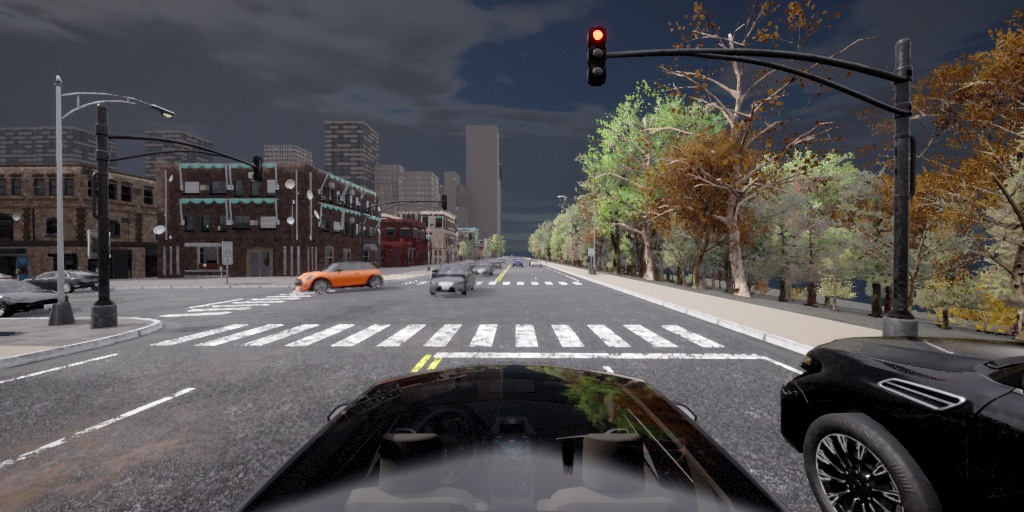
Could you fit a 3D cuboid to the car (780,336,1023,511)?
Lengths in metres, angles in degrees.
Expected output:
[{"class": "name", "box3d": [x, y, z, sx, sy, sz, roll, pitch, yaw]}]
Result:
[{"class": "car", "box3d": [3.322, 0.972, 0.647, 2.150, 2.045, 5.566, 0, 0, 1]}]

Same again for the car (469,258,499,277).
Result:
[{"class": "car", "box3d": [-2.800, 1.230, 35.714, 2.128, 1.511, 4.902, 0, 0, 1]}]

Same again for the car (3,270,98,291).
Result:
[{"class": "car", "box3d": [-27.956, 1.559, 22.337, 4.403, 1.370, 2.007, 0, 0, 1]}]

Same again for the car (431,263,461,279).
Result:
[{"class": "car", "box3d": [-6.085, 1.341, 33.793, 1.895, 1.301, 4.718, 0, 0, 1]}]

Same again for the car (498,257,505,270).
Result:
[{"class": "car", "box3d": [-2.515, 1.296, 52.547, 1.994, 1.385, 4.181, 0, 0, 1]}]

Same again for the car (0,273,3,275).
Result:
[{"class": "car", "box3d": [-33.491, 1.654, 22.436, 4.207, 1.307, 1.802, 0, 0, 1]}]

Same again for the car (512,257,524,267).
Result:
[{"class": "car", "box3d": [1.010, 1.252, 63.772, 1.812, 1.442, 4.674, 0, 0, 1]}]

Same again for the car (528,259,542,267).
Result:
[{"class": "car", "box3d": [4.370, 1.327, 64.102, 1.895, 1.301, 4.718, 0, 0, 1]}]

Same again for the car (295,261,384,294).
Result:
[{"class": "car", "box3d": [-9.944, 1.130, 20.836, 2.097, 1.767, 4.553, -2, 0, 43]}]

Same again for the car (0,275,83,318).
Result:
[{"class": "car", "box3d": [-19.765, 1.565, 13.688, 4.313, 1.339, 1.948, 0, 0, 1]}]

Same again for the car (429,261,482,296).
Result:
[{"class": "car", "box3d": [-3.075, 1.237, 19.265, 2.128, 1.511, 4.902, 0, 0, 1]}]
